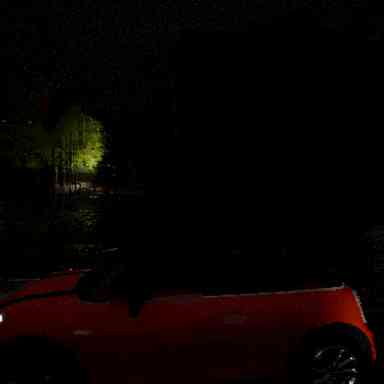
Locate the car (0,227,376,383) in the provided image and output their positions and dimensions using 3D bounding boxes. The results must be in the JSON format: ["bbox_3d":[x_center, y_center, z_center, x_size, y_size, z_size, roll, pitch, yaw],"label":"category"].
[{"bbox_3d":[-0.247,1.354,4.264,4.553,1.767,2.097,0,0,-8],"label":"car"}]

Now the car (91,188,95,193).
[{"bbox_3d":[-25.774,-0.303,81.683,2.008,1.369,4.403,2,1,-8],"label":"car"}]

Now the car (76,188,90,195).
[{"bbox_3d":[-24.870,-0.152,74.607,2.008,1.369,4.403,2,1,-8],"label":"car"}]

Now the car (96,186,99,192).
[{"bbox_3d":[-26.485,-0.402,87.086,1.947,1.339,4.313,2,1,-8],"label":"car"}]

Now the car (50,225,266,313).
[{"bbox_3d":[-0.705,1.568,7.482,4.181,1.385,1.994,0,0,-8],"label":"car"}]
